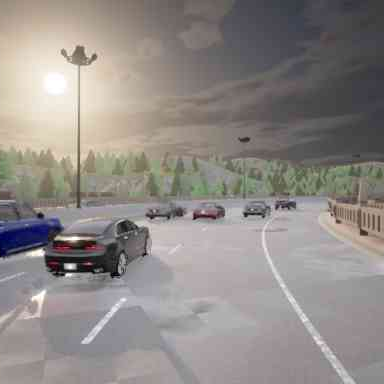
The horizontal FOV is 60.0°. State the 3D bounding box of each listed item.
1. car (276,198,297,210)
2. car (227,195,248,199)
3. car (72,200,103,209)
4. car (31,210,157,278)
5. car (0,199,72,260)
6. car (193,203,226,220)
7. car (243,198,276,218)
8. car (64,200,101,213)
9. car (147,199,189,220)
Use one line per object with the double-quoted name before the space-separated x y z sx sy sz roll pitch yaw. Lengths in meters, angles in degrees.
"car" 12.061 1.498 42.627 1.837 1.490 4.892 0 0 31
"car" 10.052 1.546 69.185 2.128 1.511 4.902 -1 -1 42
"car" -11.155 1.572 34.574 1.837 1.490 4.892 -1 0 20
"car" -2.602 1.510 10.259 1.837 1.490 4.892 0 0 6
"car" -6.150 1.231 10.290 2.150 2.045 5.566 0 0 6
"car" 1.528 1.573 28.007 1.994 1.385 4.181 0 0 18
"car" 5.961 1.541 30.132 2.033 1.411 5.357 0 0 21
"car" -12.955 1.654 39.550 1.994 1.385 4.181 0 0 23
"car" -2.108 1.569 28.357 2.033 1.411 5.357 0 0 19
